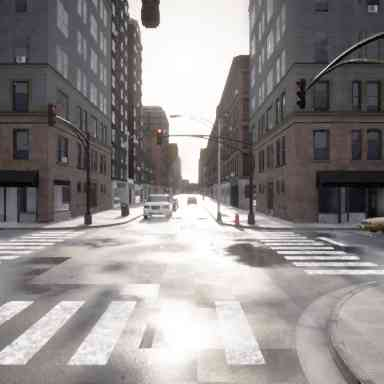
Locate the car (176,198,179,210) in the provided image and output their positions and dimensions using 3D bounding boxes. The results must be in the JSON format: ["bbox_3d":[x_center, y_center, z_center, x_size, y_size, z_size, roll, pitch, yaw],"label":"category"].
[{"bbox_3d":[-2.904,1.345,39.472,2.097,1.767,4.553,0,0,0],"label":"car"}]

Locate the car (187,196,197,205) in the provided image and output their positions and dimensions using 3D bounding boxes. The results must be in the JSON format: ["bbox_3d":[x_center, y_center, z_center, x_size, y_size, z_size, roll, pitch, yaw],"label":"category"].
[{"bbox_3d":[0.004,1.527,59.694,2.033,1.411,5.357,0,0,0],"label":"car"}]

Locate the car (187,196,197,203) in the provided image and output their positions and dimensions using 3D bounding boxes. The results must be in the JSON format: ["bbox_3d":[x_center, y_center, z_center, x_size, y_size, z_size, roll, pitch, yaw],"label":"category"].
[{"bbox_3d":[-0.005,1.571,70.069,1.895,1.301,4.718,0,0,0],"label":"car"}]

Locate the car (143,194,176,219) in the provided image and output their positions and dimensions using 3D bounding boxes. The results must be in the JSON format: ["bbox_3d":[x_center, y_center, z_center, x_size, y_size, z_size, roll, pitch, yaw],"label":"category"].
[{"bbox_3d":[-2.894,1.218,29.207,2.150,2.045,5.566,0,0,0],"label":"car"}]

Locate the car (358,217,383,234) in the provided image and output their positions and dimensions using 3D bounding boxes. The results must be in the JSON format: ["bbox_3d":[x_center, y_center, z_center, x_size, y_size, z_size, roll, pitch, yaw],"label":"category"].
[{"bbox_3d":[11.606,1.555,17.912,4.829,1.417,1.752,0,0,0],"label":"car"}]

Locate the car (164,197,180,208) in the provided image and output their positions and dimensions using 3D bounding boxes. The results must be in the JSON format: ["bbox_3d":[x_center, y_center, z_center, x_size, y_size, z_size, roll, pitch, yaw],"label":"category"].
[{"bbox_3d":[-2.919,1.534,49.754,2.033,1.411,5.357,0,0,0],"label":"car"}]
